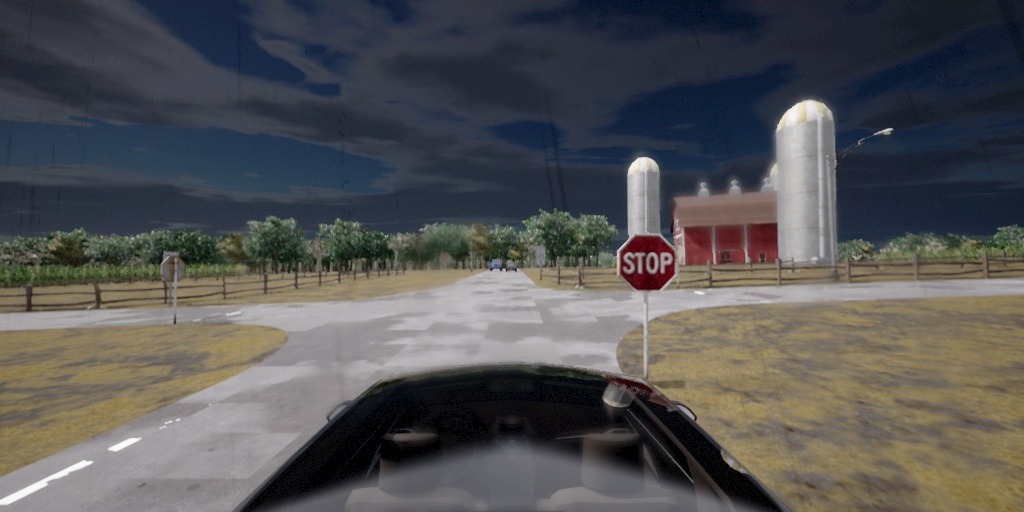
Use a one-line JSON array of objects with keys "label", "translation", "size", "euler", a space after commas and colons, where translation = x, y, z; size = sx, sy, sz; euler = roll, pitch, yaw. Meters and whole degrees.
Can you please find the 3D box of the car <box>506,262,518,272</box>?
[{"label": "car", "translation": [-0.126, 2.008, 61.573], "size": [1.812, 1.442, 4.674], "euler": [0, -1, 0]}]
